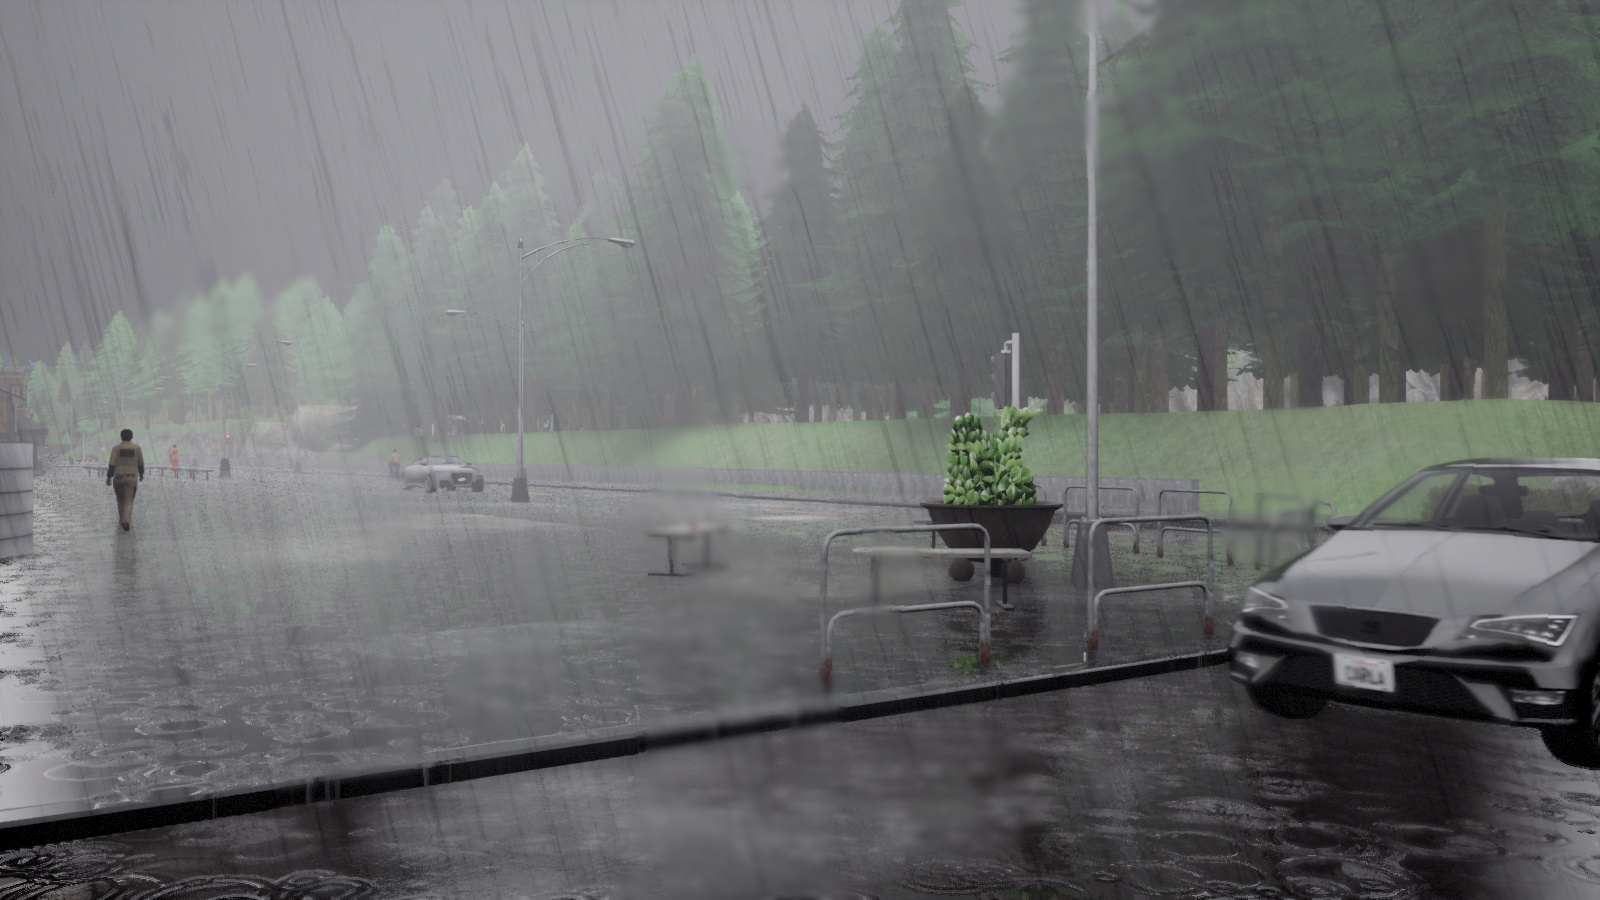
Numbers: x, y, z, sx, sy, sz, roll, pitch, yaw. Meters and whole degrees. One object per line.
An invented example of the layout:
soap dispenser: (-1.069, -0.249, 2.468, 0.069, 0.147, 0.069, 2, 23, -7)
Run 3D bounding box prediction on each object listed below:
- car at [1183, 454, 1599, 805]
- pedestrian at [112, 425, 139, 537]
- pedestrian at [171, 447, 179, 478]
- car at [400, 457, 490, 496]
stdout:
car: (4.209, 0.768, 7.385, 4.193, 1.474, 1.816, 0, 0, -42)
pedestrian: (-11.852, 0.534, 22.079, 0.396, 1.930, 0.692, 0, 0, -26)
pedestrian: (-37.099, 0.716, 74.528, 0.345, 1.836, 0.594, 0, 0, -34)
car: (-13.397, 0.953, 47.267, 1.994, 1.385, 4.181, 0, 0, -35)
